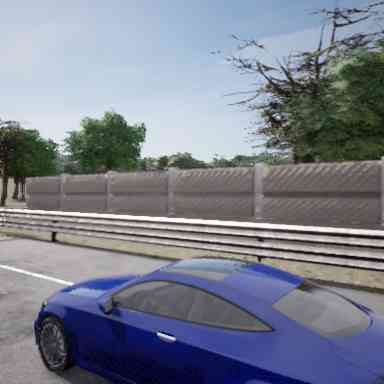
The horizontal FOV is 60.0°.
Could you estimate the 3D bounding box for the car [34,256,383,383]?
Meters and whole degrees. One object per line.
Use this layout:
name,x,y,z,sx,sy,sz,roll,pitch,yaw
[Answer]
car,0.042,1.526,3.963,4.674,1.442,1.812,0,0,36
